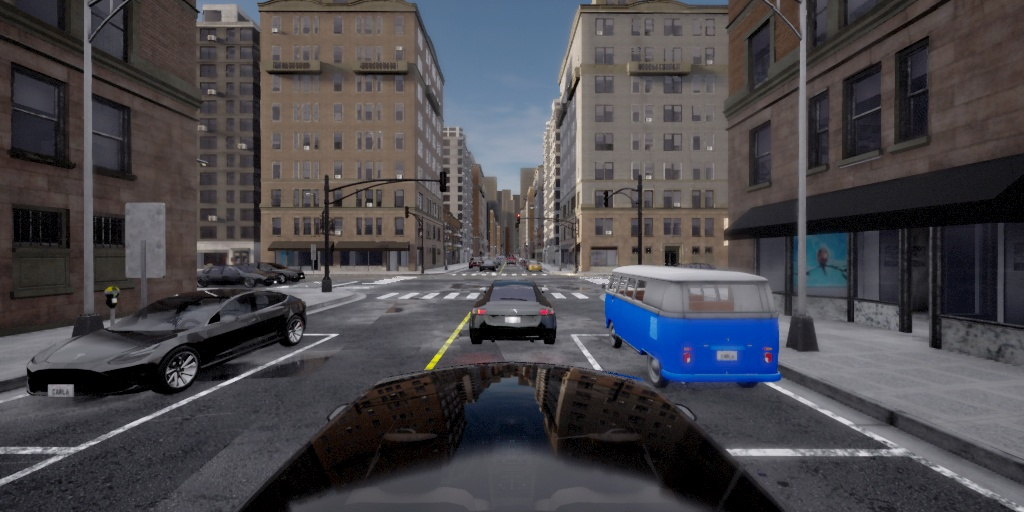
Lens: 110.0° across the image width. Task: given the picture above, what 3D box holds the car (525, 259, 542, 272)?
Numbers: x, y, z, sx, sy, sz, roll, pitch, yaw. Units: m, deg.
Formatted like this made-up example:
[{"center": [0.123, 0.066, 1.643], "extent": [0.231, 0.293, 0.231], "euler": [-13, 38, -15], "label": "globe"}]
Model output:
[{"center": [2.929, 1.266, 45.988], "extent": [1.751, 1.417, 4.829], "euler": [0, 0, 0], "label": "car"}]

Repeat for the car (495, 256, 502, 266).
[{"center": [-3.099, 1.225, 57.158], "extent": [2.128, 1.511, 4.902], "euler": [0, 0, 0], "label": "car"}]

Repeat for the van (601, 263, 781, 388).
[{"center": [2.884, 1.090, 6.628], "extent": [1.690, 1.789, 3.998], "euler": [0, 0, 0], "label": "van"}]

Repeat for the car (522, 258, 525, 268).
[{"center": [2.890, 1.178, 51.344], "extent": [1.967, 1.591, 4.097], "euler": [0, 0, 0], "label": "car"}]

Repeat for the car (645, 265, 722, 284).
[{"center": [12.505, 1.353, 26.364], "extent": [4.718, 1.301, 1.895], "euler": [0, 0, -1], "label": "car"}]

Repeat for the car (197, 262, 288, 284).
[{"center": [-17.890, 1.281, 23.065], "extent": [5.357, 1.411, 2.033], "euler": [0, 0, 0], "label": "car"}]

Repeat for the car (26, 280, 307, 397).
[{"center": [-5.641, 1.315, 6.674], "extent": [1.948, 1.339, 4.313], "euler": [0, 0, 0], "label": "car"}]

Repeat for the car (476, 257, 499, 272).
[{"center": [-3.022, 1.219, 45.661], "extent": [1.882, 1.535, 5.008], "euler": [0, 0, 1], "label": "car"}]

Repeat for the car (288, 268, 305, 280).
[{"center": [-17.860, 1.230, 26.316], "extent": [4.892, 1.490, 1.837], "euler": [0, 0, 0], "label": "car"}]

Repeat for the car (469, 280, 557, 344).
[{"center": [0.046, 1.314, 9.553], "extent": [1.994, 1.385, 4.181], "euler": [0, 0, 1], "label": "car"}]

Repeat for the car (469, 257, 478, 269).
[{"center": [-5.676, 1.050, 56.809], "extent": [2.192, 1.841, 5.009], "euler": [0, 0, 0], "label": "car"}]

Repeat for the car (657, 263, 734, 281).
[{"center": [15.233, 1.289, 29.941], "extent": [5.357, 1.411, 2.033], "euler": [0, 0, 0], "label": "car"}]

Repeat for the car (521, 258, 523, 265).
[{"center": [2.849, 1.285, 56.870], "extent": [2.007, 1.370, 4.403], "euler": [0, 0, 0], "label": "car"}]
